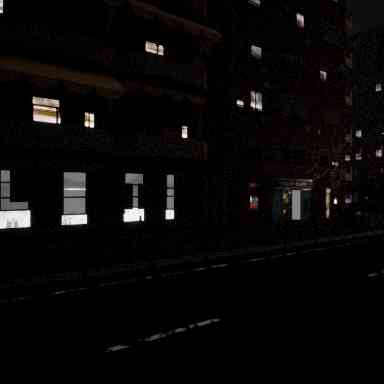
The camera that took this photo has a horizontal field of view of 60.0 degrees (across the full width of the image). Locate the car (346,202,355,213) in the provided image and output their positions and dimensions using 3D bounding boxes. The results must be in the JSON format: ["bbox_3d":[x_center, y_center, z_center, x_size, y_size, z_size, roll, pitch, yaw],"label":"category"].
[{"bbox_3d":[15.476,1.595,38.332,2.192,1.841,5.009,-1,0,-36],"label":"car"}]

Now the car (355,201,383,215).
[{"bbox_3d":[19.702,1.727,37.239,2.128,1.511,4.902,0,-1,-35],"label":"car"}]

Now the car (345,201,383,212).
[{"bbox_3d":[22.465,1.856,43.431,1.802,1.307,4.206,-1,0,-36],"label":"car"}]
